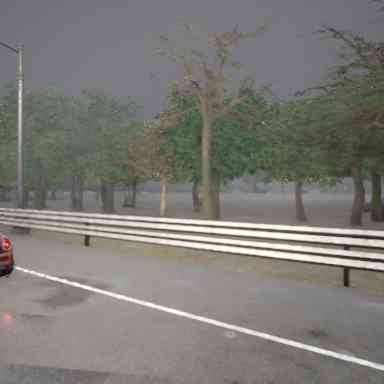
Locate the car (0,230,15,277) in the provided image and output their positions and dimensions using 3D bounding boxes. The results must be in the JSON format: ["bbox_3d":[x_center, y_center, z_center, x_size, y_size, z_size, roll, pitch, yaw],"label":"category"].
[{"bbox_3d":[-6.872,1.373,9.152,4.553,1.767,2.097,0,0,37],"label":"car"}]
